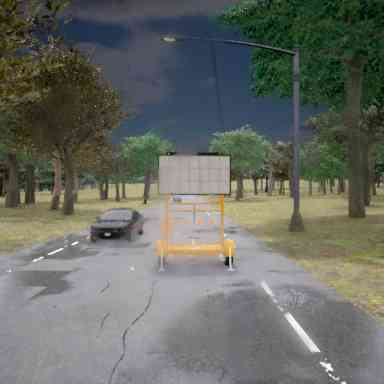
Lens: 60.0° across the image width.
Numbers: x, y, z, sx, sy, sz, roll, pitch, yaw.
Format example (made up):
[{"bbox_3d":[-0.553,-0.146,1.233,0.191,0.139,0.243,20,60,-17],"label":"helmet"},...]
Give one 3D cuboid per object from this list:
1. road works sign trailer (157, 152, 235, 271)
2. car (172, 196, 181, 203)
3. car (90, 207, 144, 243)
[{"bbox_3d":[0.076,0.500,11.019,2.380,3.560,2.880,0,0,-2],"label":"road works sign trailer"},{"bbox_3d":[-3.433,1.676,75.960,2.128,1.511,4.902,0,0,0],"label":"car"},{"bbox_3d":[-3.587,1.541,16.632,1.882,1.535,5.008,0,0,0],"label":"car"}]
